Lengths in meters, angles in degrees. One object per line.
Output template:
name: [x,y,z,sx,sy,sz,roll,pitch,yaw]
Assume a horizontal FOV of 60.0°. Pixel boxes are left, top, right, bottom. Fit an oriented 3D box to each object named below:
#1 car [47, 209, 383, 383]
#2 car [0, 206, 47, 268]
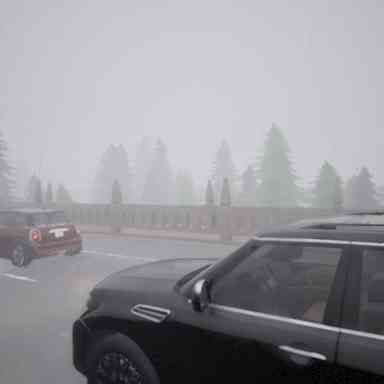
car: [1.367,1.208,2.878,5.566,2.045,2.150,0,0,35]
car: [-6.001,1.348,11.447,4.553,1.767,2.097,0,0,29]
